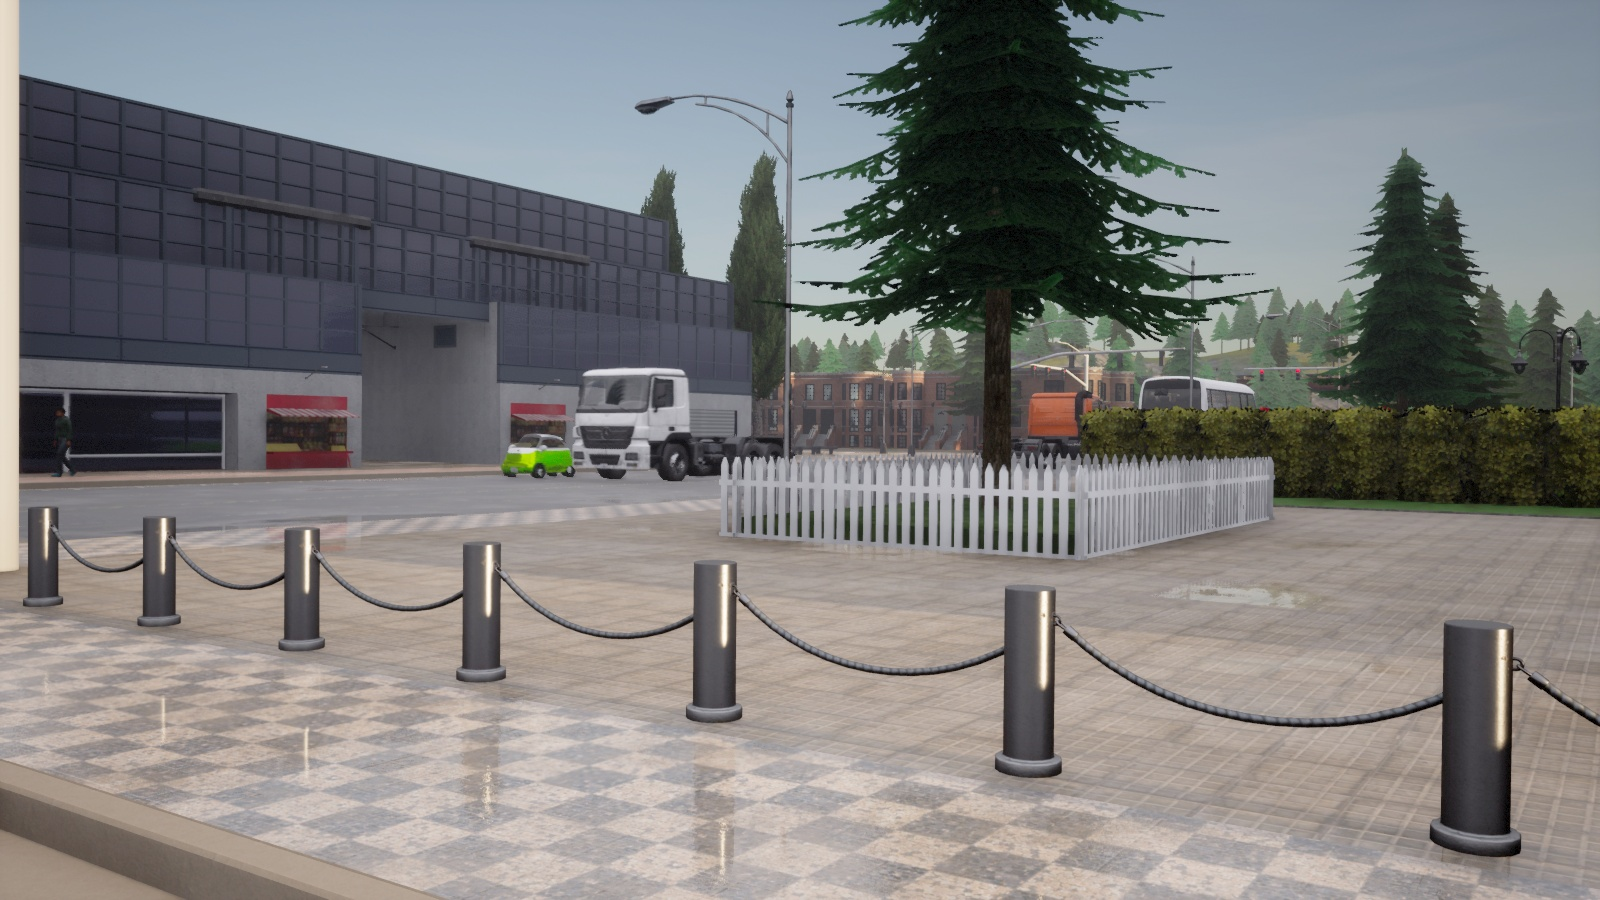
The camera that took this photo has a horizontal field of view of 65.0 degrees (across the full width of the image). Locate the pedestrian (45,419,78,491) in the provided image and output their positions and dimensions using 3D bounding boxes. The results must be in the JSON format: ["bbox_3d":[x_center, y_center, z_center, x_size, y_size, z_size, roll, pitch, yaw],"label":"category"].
[{"bbox_3d":[-18.941,0.122,32.197,0.353,1.847,0.614,0,1,32],"label":"pedestrian"}]

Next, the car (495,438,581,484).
[{"bbox_3d":[-8.124,0.327,39.010,1.481,1.376,2.207,0,1,34],"label":"car"}]

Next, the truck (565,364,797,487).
[{"bbox_3d":[-3.510,-0.760,39.613,2.891,3.462,7.936,0,1,34],"label":"truck"}]

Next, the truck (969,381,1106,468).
[{"bbox_3d":[10.366,-1.083,54.067,2.891,3.462,7.936,0,1,34],"label":"truck"}]

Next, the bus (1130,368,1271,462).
[{"bbox_3d":[20.023,-1.676,62.205,3.944,4.253,10.273,0,1,34],"label":"bus"}]
